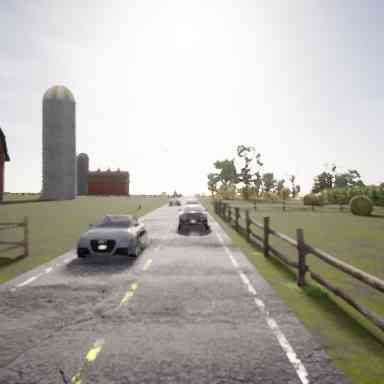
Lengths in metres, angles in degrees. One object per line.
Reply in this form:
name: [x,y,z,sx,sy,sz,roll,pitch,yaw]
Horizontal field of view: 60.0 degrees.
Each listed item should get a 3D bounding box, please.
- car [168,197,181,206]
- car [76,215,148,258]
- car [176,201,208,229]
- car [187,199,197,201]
car: [-2.866,1.554,55.587,2.128,1.511,4.902,0,0,0]
car: [-2.862,1.574,12.651,1.994,1.385,4.181,0,0,0]
car: [0.075,1.542,21.818,1.812,1.442,4.674,0,0,0]
car: [0.052,1.607,42.915,1.994,1.385,4.181,0,0,0]
